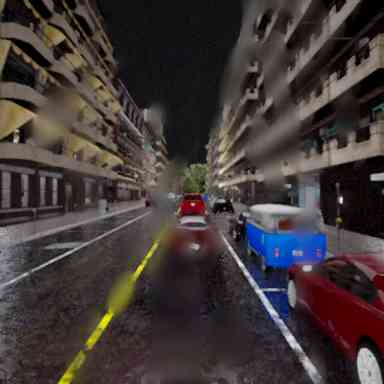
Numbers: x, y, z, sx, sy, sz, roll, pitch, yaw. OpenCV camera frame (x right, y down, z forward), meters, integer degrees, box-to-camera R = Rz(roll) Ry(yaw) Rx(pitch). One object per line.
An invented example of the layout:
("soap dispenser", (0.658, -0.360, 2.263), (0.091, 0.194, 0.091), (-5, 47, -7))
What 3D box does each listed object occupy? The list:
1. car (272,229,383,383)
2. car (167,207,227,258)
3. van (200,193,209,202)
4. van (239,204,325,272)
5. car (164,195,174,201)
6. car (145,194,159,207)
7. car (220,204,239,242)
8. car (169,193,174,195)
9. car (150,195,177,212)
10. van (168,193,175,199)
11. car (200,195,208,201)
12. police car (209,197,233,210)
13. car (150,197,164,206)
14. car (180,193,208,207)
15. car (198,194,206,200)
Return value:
("car", (2.699, 1.535, 4.779), (1.887, 1.381, 4.507), (1, 0, 0))
("car", (0.080, 1.501, 12.491), (1.812, 1.442, 4.674), (0, 0, 0))
("van", (2.689, 1.203, 71.632), (1.690, 1.788, 3.998), (1, 0, 0))
("van", (2.701, 1.321, 10.349), (1.690, 1.788, 3.998), (1, 0, 0))
("car", (-5.700, 1.407, 82.812), (1.947, 1.339, 4.313), (1, 0, 0))
("car", (-5.688, 1.219, 49.385), (2.192, 1.841, 5.009), (1, 0, 0))
("car", (2.697, 1.519, 15.920), (2.008, 1.369, 4.403), (1, 0, 0))
("car", (-5.698, 1.377, 77.071), (1.752, 1.417, 4.829), (1, 0, 0))
("car", (-3.106, 1.419, 37.163), (2.128, 1.511, 4.902), (0, 0, 0))
("van", (-5.700, 1.162, 93.954), (1.690, 1.788, 3.998), (1, 0, 0))
("car", (2.690, 1.377, 77.373), (1.752, 1.417, 4.829), (1, 0, 0))
("police car", (3.125, 1.357, 34.486), (1.930, 1.638, 5.238), (0, 0, 0))
("car", (-5.693, 1.476, 54.957), (1.802, 1.307, 4.206), (1, 0, 0))
("car", (0.087, 1.162, 30.813), (2.150, 2.045, 5.566), (0, 0, 0))
("car", (2.659, 1.375, 88.346), (1.887, 1.381, 4.507), (1, 0, 0))
